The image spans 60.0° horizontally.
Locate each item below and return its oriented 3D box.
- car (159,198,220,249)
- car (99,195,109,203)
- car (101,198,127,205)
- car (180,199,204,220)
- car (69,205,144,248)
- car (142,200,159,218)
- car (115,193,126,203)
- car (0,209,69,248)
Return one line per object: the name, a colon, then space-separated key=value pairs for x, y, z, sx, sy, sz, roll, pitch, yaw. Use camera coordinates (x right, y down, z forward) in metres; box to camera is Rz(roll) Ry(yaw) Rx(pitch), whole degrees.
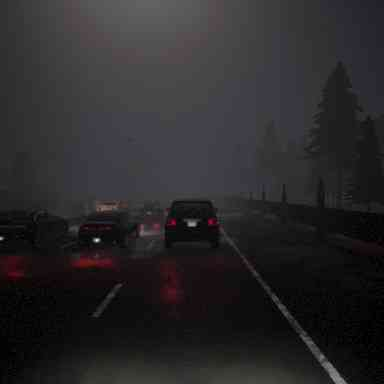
car: x=0.000 y=1.259 z=14.680 sx=2.150 sy=2.045 sz=5.566 roll=0 pitch=0 yaw=0
car: x=-19.239 y=1.473 z=72.904 sx=1.882 sy=1.535 sz=5.008 roll=0 pitch=0 yaw=-11
car: x=-7.000 y=1.486 z=29.650 sx=1.882 sy=1.535 sz=5.008 roll=0 pitch=0 yaw=0
car: x=0.000 y=1.486 z=29.650 sx=1.882 sy=1.535 sz=5.008 roll=0 pitch=0 yaw=0
car: x=-3.500 y=1.517 z=14.650 sx=1.837 sy=1.490 sz=4.892 roll=0 pitch=0 yaw=0
car: x=-3.500 y=1.496 z=29.650 sx=2.128 sy=1.511 sz=4.902 roll=0 pitch=0 yaw=0
car: x=-15.823 y=1.211 z=73.658 sx=2.150 sy=2.045 sz=5.566 roll=0 pitch=0 yaw=-11
car: x=-7.000 y=1.496 z=14.650 sx=2.128 sy=1.511 sz=4.902 roll=0 pitch=0 yaw=0
